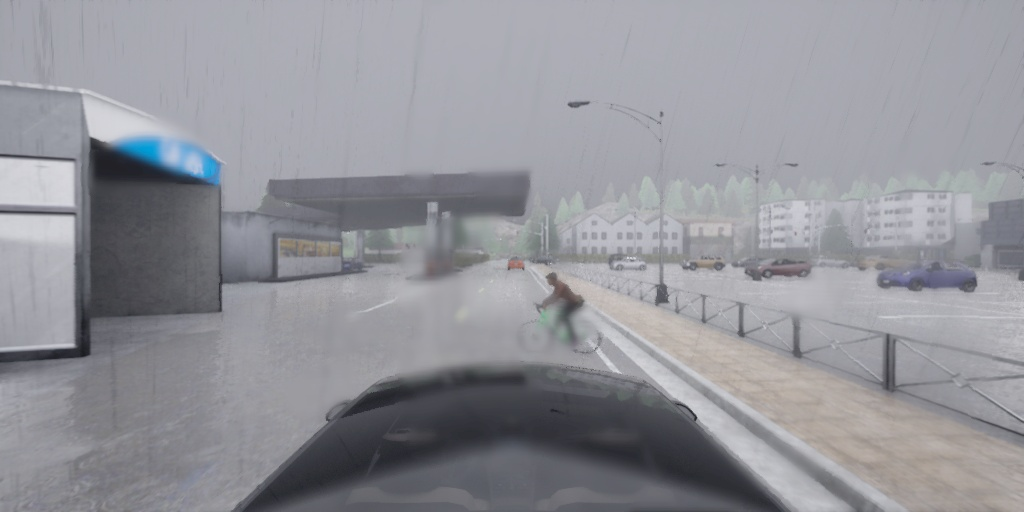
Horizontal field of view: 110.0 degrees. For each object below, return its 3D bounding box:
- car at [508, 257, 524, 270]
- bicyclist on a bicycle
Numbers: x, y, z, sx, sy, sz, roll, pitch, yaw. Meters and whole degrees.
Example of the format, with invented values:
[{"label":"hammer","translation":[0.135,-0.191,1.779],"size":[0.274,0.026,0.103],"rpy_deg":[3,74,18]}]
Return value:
[{"label":"car","translation":[0.514,0.907,46.572],"size":[2.097,1.767,4.553],"rpy_deg":[0,0,1]},{"label":"bicyclist on a bicycle","translation":[0.967,1.163,7.143],"size":[1.656,1.620,0.582],"rpy_deg":[0,0,1]}]
